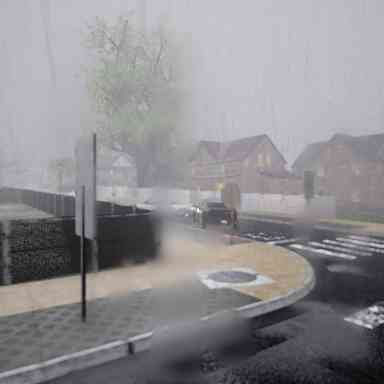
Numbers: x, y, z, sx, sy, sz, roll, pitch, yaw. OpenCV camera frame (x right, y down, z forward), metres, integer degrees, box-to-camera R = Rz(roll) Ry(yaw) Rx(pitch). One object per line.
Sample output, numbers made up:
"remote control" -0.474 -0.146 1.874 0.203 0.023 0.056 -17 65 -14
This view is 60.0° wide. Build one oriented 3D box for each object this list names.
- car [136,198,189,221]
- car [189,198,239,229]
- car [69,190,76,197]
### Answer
"car" -1.855 1.092 21.920 1.895 1.301 4.718 0 0 -44
"car" 1.208 1.112 18.422 1.837 1.490 4.892 -1 2 -8
"car" -12.340 0.448 36.890 1.812 1.442 4.674 0 2 -35
